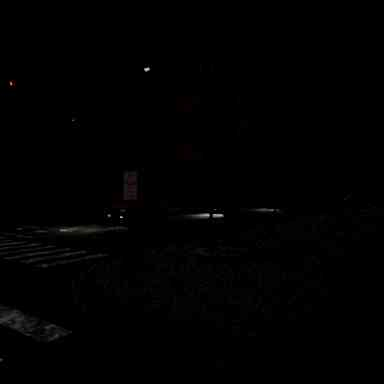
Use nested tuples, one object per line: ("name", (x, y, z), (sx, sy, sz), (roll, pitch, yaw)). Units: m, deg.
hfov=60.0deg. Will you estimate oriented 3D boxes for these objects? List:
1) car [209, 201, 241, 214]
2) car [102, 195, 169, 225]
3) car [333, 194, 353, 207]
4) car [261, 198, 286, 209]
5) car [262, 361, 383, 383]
("car", (3.532, 1.614, 35.474), (1.994, 1.385, 4.181), (0, 0, 36))
("car", (-4.029, 1.246, 24.820), (2.150, 2.045, 5.566), (0, 0, 35))
("car", (24.063, 1.347, 52.899), (2.150, 2.045, 5.566), (0, 0, 35))
("car", (11.431, 1.433, 46.565), (2.097, 1.767, 4.553), (0, 0, 36))
("car", (2.178, 1.551, 1.289), (4.403, 1.369, 2.008), (0, 0, 36))
